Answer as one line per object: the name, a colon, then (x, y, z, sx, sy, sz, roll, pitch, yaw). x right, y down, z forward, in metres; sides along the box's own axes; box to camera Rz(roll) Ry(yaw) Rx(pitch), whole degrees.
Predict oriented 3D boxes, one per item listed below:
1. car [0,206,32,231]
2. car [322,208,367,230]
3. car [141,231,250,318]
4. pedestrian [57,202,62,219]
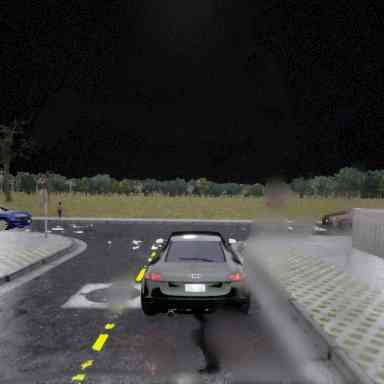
car: (-11.576, 1.331, 18.556, 5.008, 1.535, 1.882, 1, 0, 0)
car: (10.762, 1.724, 21.711, 4.181, 1.385, 1.994, 1, 0, -1)
car: (0.087, 1.562, 7.537, 1.994, 1.385, 4.181, 0, 0, 1)
pedestrian: (-9.719, 0.998, 24.448, 0.375, 1.860, 0.375, 0, -1, 0)
